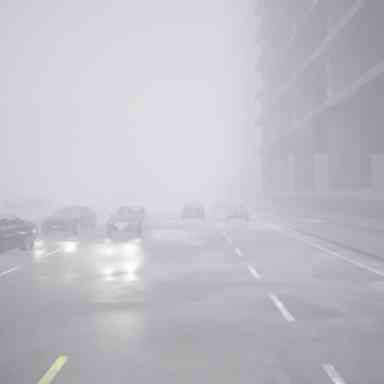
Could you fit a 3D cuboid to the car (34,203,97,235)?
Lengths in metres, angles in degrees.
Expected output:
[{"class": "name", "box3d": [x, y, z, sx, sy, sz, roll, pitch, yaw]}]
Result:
[{"class": "car", "box3d": [-6.995, 1.523, 19.529, 1.882, 1.535, 5.008, 0, 0, 0]}]

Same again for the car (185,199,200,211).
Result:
[{"class": "car", "box3d": [0.070, 1.624, 43.403, 1.812, 1.442, 4.674, 0, 0, 0]}]

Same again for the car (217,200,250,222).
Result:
[{"class": "car", "box3d": [3.514, 1.608, 27.145, 2.033, 1.411, 5.357, 0, 0, 0]}]

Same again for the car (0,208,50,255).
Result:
[{"class": "car", "box3d": [-7.030, 1.518, 11.195, 2.128, 1.511, 4.902, 0, 0, 0]}]

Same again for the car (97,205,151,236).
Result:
[{"class": "car", "box3d": [-3.500, 1.536, 18.896, 2.128, 1.511, 4.902, 0, 0, 0]}]

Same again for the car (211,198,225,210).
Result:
[{"class": "car", "box3d": [3.570, 1.575, 43.620, 1.882, 1.535, 5.008, 0, 0, 0]}]

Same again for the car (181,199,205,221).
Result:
[{"class": "car", "box3d": [0.106, 1.540, 27.807, 1.882, 1.535, 5.008, 0, 0, 0]}]
